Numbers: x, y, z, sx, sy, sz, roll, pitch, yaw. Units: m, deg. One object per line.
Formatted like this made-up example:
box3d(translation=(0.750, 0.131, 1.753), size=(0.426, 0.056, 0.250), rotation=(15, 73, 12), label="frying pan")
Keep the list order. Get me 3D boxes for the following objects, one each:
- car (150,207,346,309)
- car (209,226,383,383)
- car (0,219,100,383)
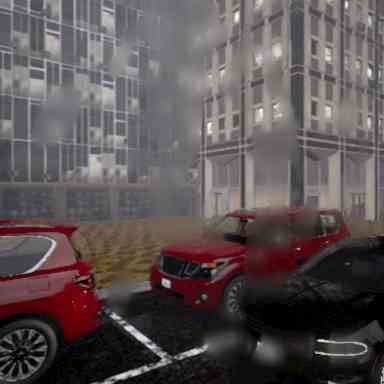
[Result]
box3d(translation=(1.596, 1.305, 7.379), size=(5.009, 1.841, 2.192), rotation=(0, 0, -35), label="car")
box3d(translation=(2.850, 1.470, 5.086), size=(5.008, 1.535, 1.882), rotation=(0, 0, -35), label="car")
box3d(translation=(-3.573, 1.310, 3.722), size=(5.009, 1.841, 2.192), rotation=(0, 0, -35), label="car")
